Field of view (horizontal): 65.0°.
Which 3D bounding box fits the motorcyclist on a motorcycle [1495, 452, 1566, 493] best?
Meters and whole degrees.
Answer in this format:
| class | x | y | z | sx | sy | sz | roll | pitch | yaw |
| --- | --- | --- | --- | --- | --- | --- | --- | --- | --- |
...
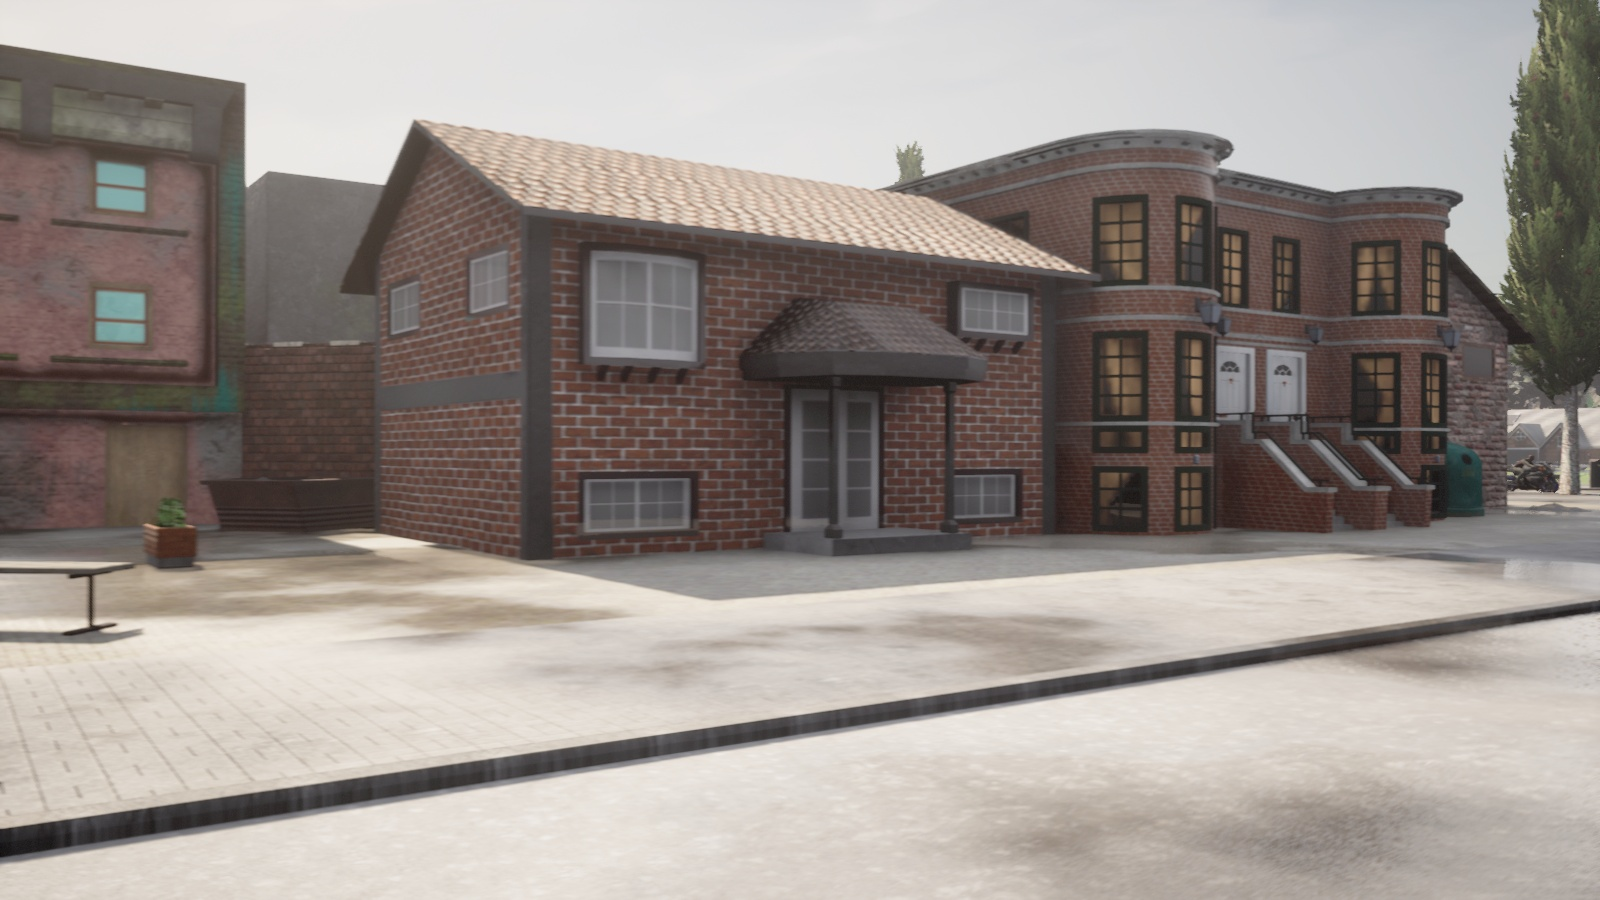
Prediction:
| class | x | y | z | sx | sy | sz | roll | pitch | yaw |
| --- | --- | --- | --- | --- | --- | --- | --- | --- | --- |
| motorcyclist on a motorcycle | 28.083 | 0.839 | 48.291 | 0.866 | 1.530 | 2.191 | 0 | 0 | -35 |
